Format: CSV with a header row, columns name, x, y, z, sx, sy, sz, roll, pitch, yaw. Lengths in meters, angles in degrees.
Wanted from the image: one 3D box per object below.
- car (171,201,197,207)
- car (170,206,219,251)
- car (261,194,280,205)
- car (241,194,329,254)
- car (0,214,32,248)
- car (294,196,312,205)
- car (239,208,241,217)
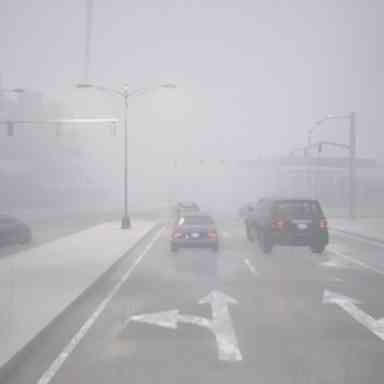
name,x,y,z,sx,sy,sz,roll,pitch,yaw
car,-0.605,1.461,26.832,2.128,1.511,4.902,0,0,-11
car,0.104,1.531,13.903,2.033,1.411,5.357,0,0,0
car,13.217,1.229,56.267,2.242,1.667,4.611,0,0,0
car,3.601,1.206,13.562,2.150,2.045,5.566,0,0,0
car,-8.002,1.550,12.831,1.994,1.385,4.181,0,0,0
car,18.962,1.389,57.029,1.970,1.475,3.806,0,0,0
car,5.817,1.529,29.839,1.994,1.385,4.181,0,0,32
